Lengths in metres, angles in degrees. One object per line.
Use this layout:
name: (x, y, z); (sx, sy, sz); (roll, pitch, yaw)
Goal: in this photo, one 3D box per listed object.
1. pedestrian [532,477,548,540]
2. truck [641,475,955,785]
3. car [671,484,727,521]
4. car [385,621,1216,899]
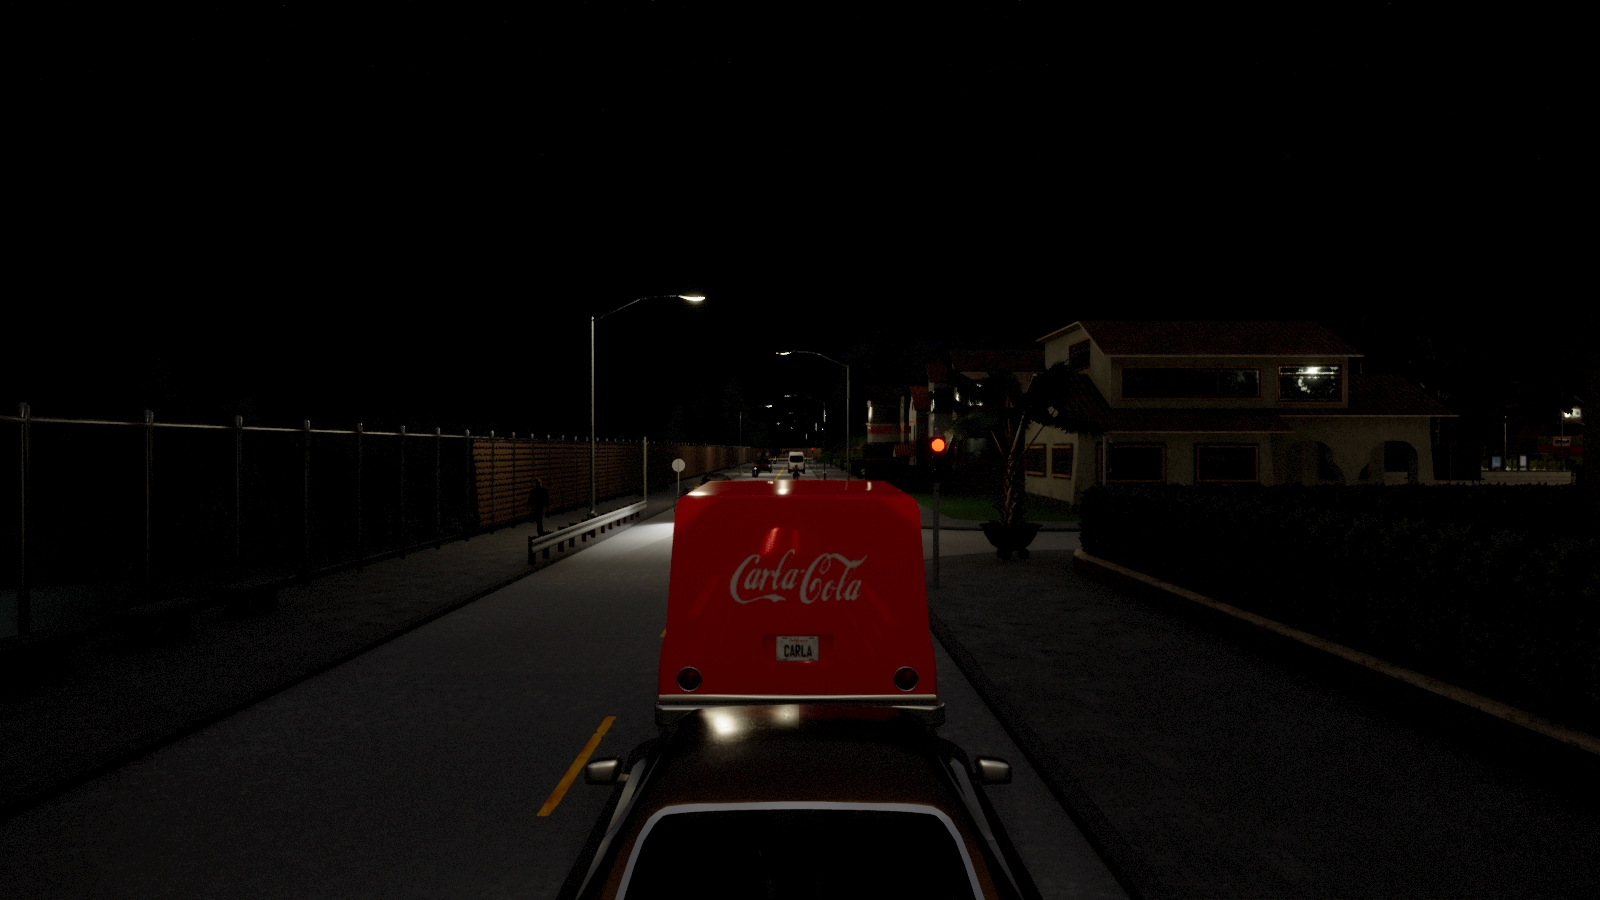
pedestrian: (-7.732, 1.732, 33.984); (0.375, 1.860, 0.375); (0, 0, 7)
truck: (-0.025, 1.564, 12.158); (2.627, 2.467, 5.204); (0, 0, 0)
car: (-4.135, 2.138, 47.386); (1.895, 1.301, 4.718); (0, 0, 0)
car: (-0.006, 1.989, 5.238); (2.152, 1.651, 5.027); (0, 0, 0)
